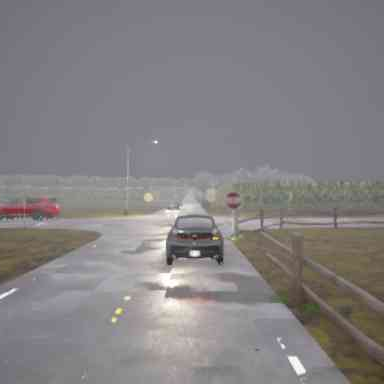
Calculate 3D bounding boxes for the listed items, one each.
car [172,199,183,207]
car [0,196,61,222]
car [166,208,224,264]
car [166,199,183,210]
[{"bbox_3d":[-2.792,2.180,66.117,2.033,1.411,5.357,0,-1,0],"label":"car"},{"bbox_3d":[-14.011,1.367,27.984,5.566,2.045,2.150,0,1,0],"label":"car"},{"bbox_3d":[0.115,1.552,12.056,1.837,1.490,4.892,0,0,1],"label":"car"},{"bbox_3d":[-2.851,1.913,49.985,2.128,1.511,4.902,0,-1,0],"label":"car"}]
